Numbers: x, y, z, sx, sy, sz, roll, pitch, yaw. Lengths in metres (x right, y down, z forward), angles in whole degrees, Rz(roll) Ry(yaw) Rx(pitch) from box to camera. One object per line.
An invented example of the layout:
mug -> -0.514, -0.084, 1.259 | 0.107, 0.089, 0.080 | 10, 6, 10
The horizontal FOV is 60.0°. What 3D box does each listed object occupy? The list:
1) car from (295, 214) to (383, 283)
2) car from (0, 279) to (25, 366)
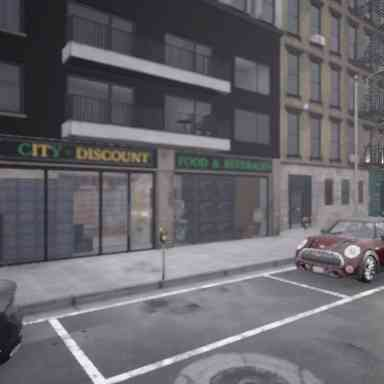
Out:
car -> 4.855, 1.461, 9.670 | 4.097, 1.590, 1.967 | 0, 0, -36
car -> -4.108, 1.547, 3.255 | 4.403, 1.369, 2.008 | 0, 0, -36
